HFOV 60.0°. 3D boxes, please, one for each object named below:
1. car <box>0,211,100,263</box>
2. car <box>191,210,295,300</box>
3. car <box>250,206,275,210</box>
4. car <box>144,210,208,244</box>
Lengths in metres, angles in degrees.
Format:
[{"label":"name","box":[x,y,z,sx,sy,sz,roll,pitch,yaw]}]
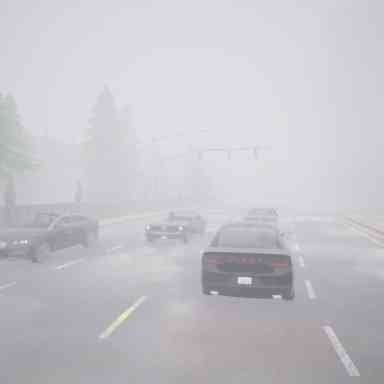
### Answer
[{"label":"car","box":[-5.206,1.488,12.127,2.128,1.511,4.902,0,0,14]},{"label":"car","box":[1.479,1.464,8.504,1.882,1.535,5.008,0,0,12]},{"label":"car","box":[3.947,1.515,18.706,2.033,1.411,5.357,0,0,15]},{"label":"car","box":[-0.603,1.582,15.953,1.895,1.301,4.718,0,0,15]}]
